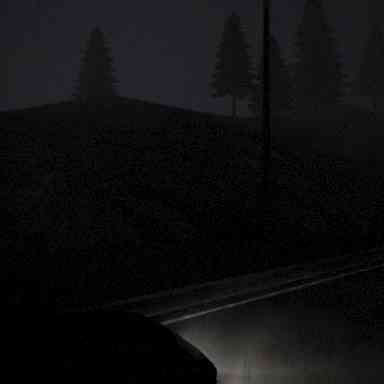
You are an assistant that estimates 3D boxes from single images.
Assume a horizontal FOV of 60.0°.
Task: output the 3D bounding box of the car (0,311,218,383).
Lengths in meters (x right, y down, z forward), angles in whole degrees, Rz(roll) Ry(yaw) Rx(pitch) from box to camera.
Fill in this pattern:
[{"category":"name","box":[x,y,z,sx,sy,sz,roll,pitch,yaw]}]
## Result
[{"category":"car","box":[-2.306,1.549,2.103,5.357,1.411,2.033,0,0,-36]}]
